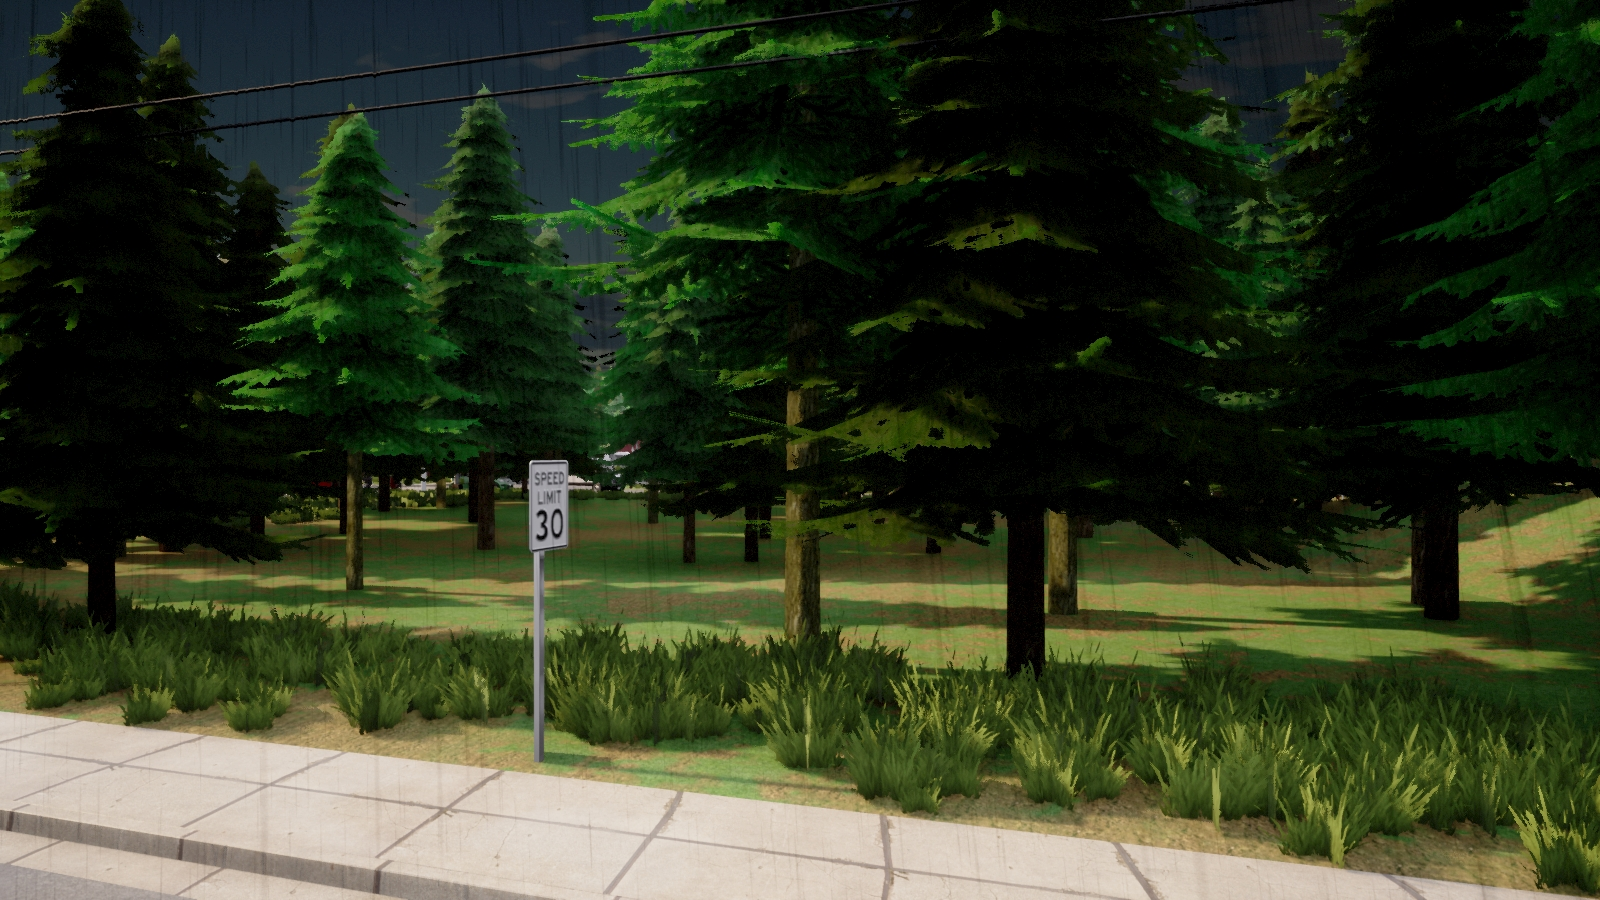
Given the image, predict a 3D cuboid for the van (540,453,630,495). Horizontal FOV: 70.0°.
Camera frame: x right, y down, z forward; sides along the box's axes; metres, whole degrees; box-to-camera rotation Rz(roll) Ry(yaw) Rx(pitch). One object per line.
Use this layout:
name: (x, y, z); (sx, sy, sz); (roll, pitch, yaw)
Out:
van: (-13.883, 1.508, 73.669); (5.915, 2.561, 1.988); (0, 0, 33)
